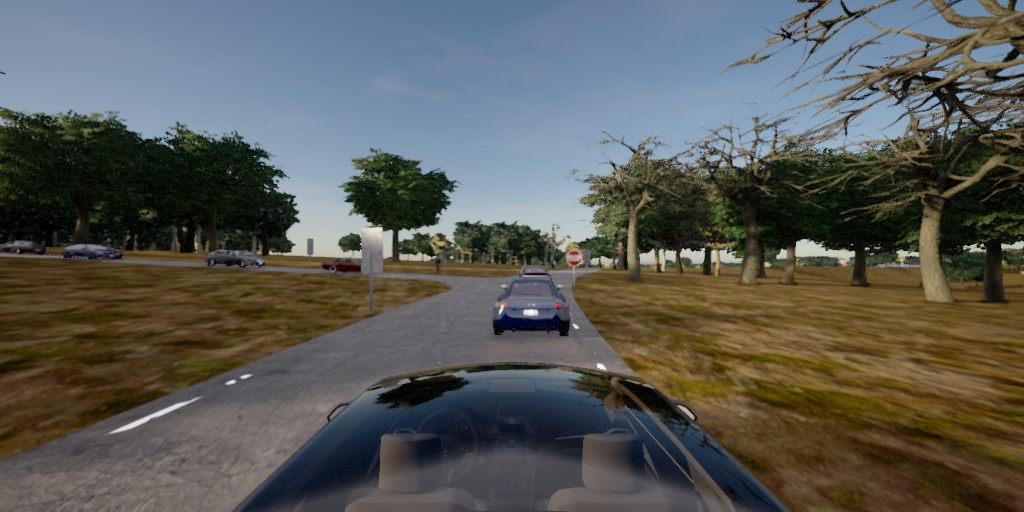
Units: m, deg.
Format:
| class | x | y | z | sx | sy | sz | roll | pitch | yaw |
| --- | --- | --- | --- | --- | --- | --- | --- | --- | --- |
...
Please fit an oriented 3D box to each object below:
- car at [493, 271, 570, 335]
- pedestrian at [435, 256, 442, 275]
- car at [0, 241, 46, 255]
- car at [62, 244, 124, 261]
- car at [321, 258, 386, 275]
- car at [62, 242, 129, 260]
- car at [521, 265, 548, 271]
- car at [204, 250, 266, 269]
| class | x | y | z | sx | sy | sz | roll | pitch | yaw |
| --- | --- | --- | --- | --- | --- | --- | --- | --- | --- |
| car | 0.584 | 1.319 | 10.567 | 1.994 | 1.385 | 4.181 | 0 | 0 | 4 |
| pedestrian | -7.137 | 0.858 | 34.628 | 0.375 | 1.860 | 0.375 | 0 | -4 | 8 |
| car | -52.207 | -0.903 | 38.108 | 4.674 | 1.442 | 1.812 | 3 | -1 | 9 |
| car | -38.656 | -0.368 | 32.965 | 4.674 | 1.442 | 1.812 | 3 | -1 | 9 |
| car | -12.712 | 0.819 | 29.047 | 4.718 | 1.301 | 1.895 | 2 | -1 | 8 |
| car | -42.555 | -0.516 | 36.699 | 4.902 | 1.511 | 2.128 | 3 | -1 | 8 |
| car | 1.268 | 1.274 | 20.950 | 2.128 | 1.511 | 4.902 | 0 | 0 | 1 |
| car | -23.639 | 0.238 | 30.682 | 4.902 | 1.511 | 2.128 | 3 | -1 | 8 |
